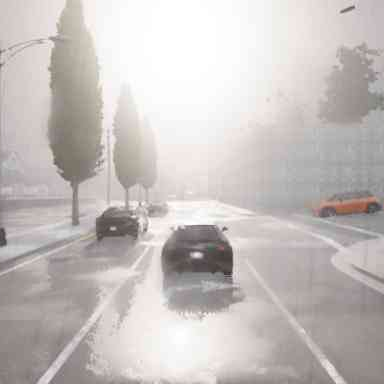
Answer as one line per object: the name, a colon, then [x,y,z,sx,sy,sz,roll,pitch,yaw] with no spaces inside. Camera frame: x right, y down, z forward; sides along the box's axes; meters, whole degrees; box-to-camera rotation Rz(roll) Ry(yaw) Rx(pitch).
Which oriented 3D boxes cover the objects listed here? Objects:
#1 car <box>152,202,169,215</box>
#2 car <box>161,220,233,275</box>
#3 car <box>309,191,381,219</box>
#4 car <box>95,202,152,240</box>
car: [-3.407,1.639,34.133,1.895,1.301,4.718,0,0,0]
car: [0.200,1.576,10.477,1.994,1.385,4.181,0,0,2]
car: [10.658,0.824,23.590,4.553,1.767,2.097,-6,0,1]
car: [-3.426,1.458,16.891,1.882,1.535,5.008,-1,0,0]
